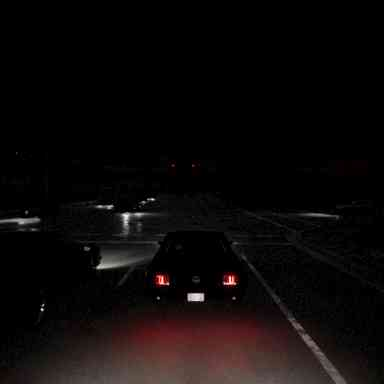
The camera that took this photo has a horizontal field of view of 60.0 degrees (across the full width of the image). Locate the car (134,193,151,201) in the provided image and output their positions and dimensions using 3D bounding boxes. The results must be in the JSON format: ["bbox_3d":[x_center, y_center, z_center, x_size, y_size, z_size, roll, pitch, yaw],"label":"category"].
[{"bbox_3d":[-10.489,1.217,70.198,2.033,1.411,5.357,0,1,0],"label":"car"}]

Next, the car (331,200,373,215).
[{"bbox_3d":[16.161,1.526,32.830,4.674,1.442,1.812,0,0,-2],"label":"car"}]

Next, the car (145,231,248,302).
[{"bbox_3d":[0.084,1.601,8.193,1.895,1.301,4.718,0,0,0],"label":"car"}]

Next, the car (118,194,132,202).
[{"bbox_3d":[-13.989,1.170,69.257,1.882,1.535,5.008,0,1,0],"label":"car"}]

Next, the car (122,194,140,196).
[{"bbox_3d":[-10.578,1.422,56.021,1.994,1.385,4.181,0,1,0],"label":"car"}]

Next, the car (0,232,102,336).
[{"bbox_3d":[-3.419,1.547,6.812,2.033,1.411,5.357,0,0,0],"label":"car"}]

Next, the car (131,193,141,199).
[{"bbox_3d":[-13.987,0.949,83.618,1.812,1.442,4.674,0,1,0],"label":"car"}]

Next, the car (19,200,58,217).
[{"bbox_3d":[-14.097,1.488,30.805,2.128,1.511,4.902,0,0,0],"label":"car"}]

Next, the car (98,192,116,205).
[{"bbox_3d":[-14.081,1.084,55.753,2.150,2.045,5.566,0,1,0],"label":"car"}]

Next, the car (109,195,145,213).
[{"bbox_3d":[-7.339,1.484,37.251,1.837,1.490,4.892,-2,1,-31],"label":"car"}]

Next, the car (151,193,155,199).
[{"bbox_3d":[-10.487,0.960,84.454,1.994,1.385,4.181,0,1,0],"label":"car"}]
